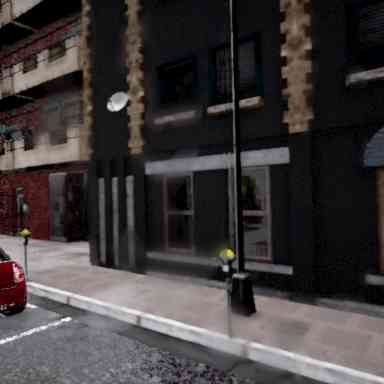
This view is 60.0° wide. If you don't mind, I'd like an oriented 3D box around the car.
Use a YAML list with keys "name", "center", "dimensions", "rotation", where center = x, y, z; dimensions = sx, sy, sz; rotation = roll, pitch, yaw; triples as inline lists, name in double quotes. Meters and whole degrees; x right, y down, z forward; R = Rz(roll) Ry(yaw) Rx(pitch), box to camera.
- name: "car"
  center: [-5.070, 1.527, 6.486]
  dimensions: [4.097, 1.590, 1.967]
  rotation: [-1, -1, 35]
